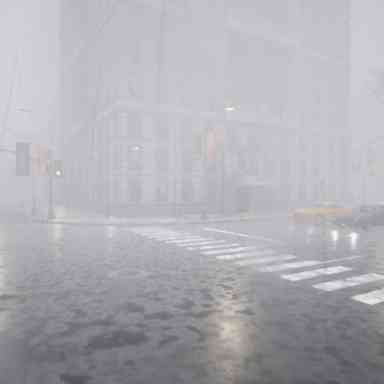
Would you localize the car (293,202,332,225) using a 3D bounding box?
[{"bbox_3d":[9.438,1.472,23.961,5.008,1.535,1.882,0,0,-31],"label":"car"}]

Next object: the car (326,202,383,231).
[{"bbox_3d":[11.198,1.542,20.940,5.357,1.411,2.033,0,0,-31],"label":"car"}]

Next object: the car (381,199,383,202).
[{"bbox_3d":[18.222,1.214,29.101,5.566,2.045,2.150,0,0,-30],"label":"car"}]
